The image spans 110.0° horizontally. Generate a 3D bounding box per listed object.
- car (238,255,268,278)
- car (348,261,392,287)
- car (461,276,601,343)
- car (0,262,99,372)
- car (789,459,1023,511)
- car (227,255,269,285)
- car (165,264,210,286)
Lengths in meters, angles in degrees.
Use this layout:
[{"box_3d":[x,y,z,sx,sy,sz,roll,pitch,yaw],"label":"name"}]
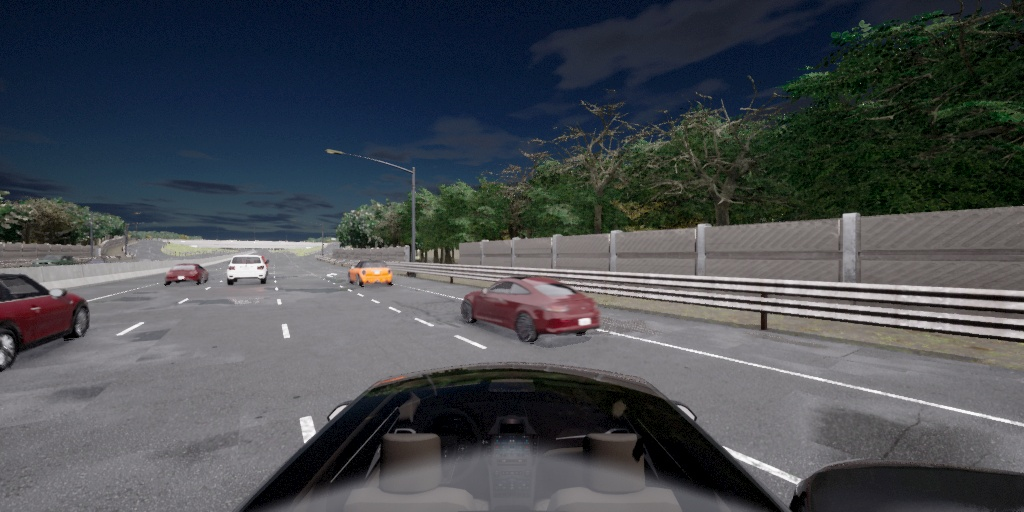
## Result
[{"box_3d":[-25.292,0.946,35.201,2.150,2.045,5.566,0,0,-34],"label":"car"},{"box_3d":[-9.879,1.093,24.798,2.097,1.767,4.553,0,0,-34],"label":"car"},{"box_3d":[0.302,1.275,9.748,1.812,1.442,4.674,0,0,-34],"label":"car"},{"box_3d":[-10.463,1.099,6.918,2.097,1.767,4.553,0,0,-34],"label":"car"},{"box_3d":[2.984,1.315,0.521,4.181,1.385,1.994,0,0,34],"label":"car"},{"box_3d":[-19.289,0.957,26.244,2.150,2.045,5.566,0,0,-34],"label":"car"},{"box_3d":[-22.890,1.260,25.326,1.812,1.442,4.674,0,0,-34],"label":"car"}]
